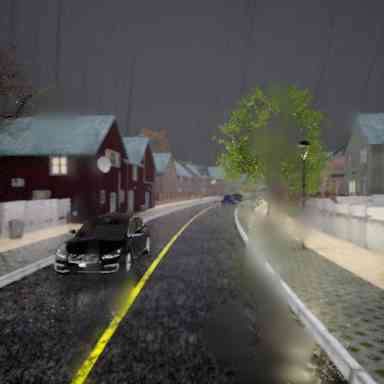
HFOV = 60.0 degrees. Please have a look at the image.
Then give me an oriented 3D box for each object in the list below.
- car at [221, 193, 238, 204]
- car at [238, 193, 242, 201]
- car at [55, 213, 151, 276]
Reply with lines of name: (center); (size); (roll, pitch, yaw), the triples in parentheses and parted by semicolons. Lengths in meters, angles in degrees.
car: (5.567, 1.103, 50.666); (1.812, 1.442, 4.674); (0, 1, 13)
car: (7.990, 0.943, 60.656); (1.812, 1.442, 4.674); (0, 1, 15)
car: (-2.511, 1.473, 10.424); (1.837, 1.490, 4.892); (0, 1, 3)
